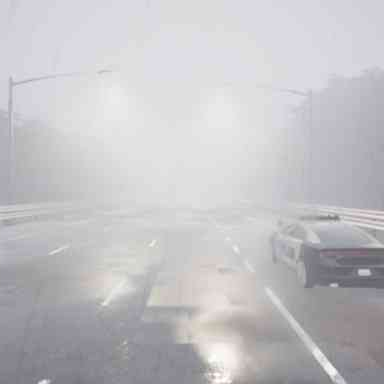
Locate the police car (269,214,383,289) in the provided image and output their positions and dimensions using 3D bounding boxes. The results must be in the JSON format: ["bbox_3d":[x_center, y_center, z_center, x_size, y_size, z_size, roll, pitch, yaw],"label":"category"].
[{"bbox_3d":[3.524,1.456,9.403,1.930,1.638,5.238,0,0,0],"label":"police car"}]
